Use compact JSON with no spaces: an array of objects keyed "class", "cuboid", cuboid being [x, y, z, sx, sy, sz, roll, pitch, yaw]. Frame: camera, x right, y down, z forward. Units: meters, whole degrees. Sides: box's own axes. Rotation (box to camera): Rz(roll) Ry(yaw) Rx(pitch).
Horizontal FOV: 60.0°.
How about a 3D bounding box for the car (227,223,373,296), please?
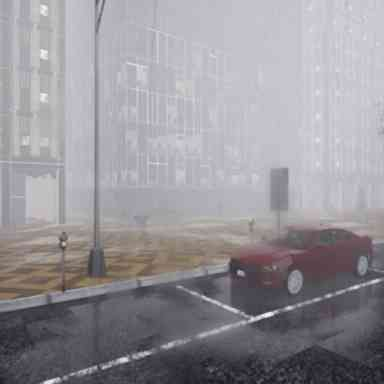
[{"class":"car","cuboid":[2.914,1.542,8.617,4.507,1.381,1.887,0,0,-35]}]
